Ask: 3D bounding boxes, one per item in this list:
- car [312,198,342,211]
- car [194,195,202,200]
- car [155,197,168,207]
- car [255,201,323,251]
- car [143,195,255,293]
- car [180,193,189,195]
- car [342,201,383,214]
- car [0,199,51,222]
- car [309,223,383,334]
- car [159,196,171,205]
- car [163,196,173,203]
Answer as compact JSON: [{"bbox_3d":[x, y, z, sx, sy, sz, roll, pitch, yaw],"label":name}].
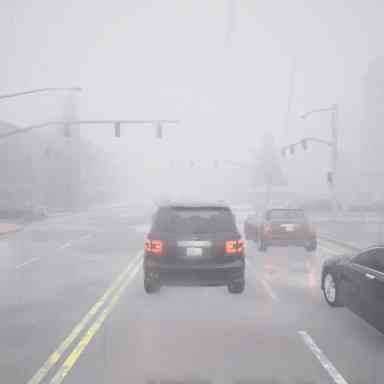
[{"bbox_3d":[14.443,1.505,37.545,4.892,1.490,1.837,0,0,-2],"label":"car"},{"bbox_3d":[1.479,1.552,90.349,1.994,1.385,4.181,0,0,-1],"label":"car"},{"bbox_3d":[-4.694,1.526,51.927,1.812,1.442,4.674,0,0,-1],"label":"car"},{"bbox_3d":[3.537,1.352,14.147,2.097,1.767,4.553,0,0,0],"label":"car"},{"bbox_3d":[0.055,1.221,8.969,2.150,2.045,5.566,0,0,0],"label":"car"},{"bbox_3d":[-1.779,1.496,80.204,1.837,1.490,4.892,0,0,-1],"label":"car"},{"bbox_3d":[18.492,1.601,34.152,4.718,1.301,1.895,0,0,-2],"label":"car"},{"bbox_3d":[-13.623,1.492,25.404,4.902,1.511,2.128,0,0,-2],"label":"car"},{"bbox_3d":[3.608,1.505,5.065,1.837,1.490,4.892,0,0,0],"label":"car"},{"bbox_3d":[-4.892,1.477,61.317,1.882,1.535,5.008,0,0,-1],"label":"car"},{"bbox_3d":[-5.065,1.552,71.198,1.994,1.385,4.181,0,0,-1],"label":"car"}]
